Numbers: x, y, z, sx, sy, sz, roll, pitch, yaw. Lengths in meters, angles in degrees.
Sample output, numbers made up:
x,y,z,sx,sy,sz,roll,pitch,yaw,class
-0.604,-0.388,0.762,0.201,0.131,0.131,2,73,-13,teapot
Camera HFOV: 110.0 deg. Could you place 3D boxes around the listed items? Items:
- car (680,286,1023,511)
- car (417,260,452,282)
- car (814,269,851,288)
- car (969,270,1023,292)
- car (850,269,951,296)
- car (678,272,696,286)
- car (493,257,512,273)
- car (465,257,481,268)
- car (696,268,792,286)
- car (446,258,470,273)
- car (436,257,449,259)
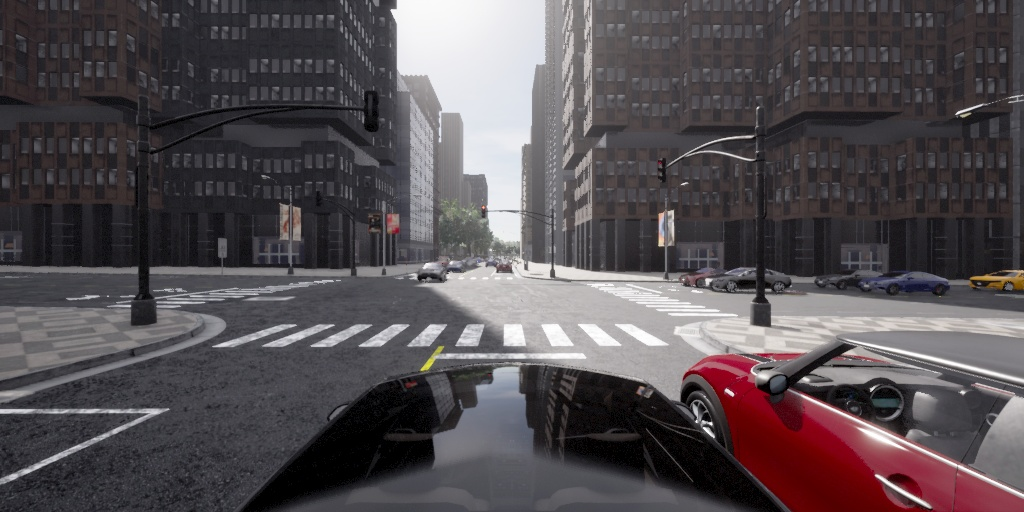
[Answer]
x,y,z,sx,sy,sz,roll,pitch,yaw,class
2.760,1.190,2.240,1.967,1.591,4.097,0,0,0,car
-6.173,1.250,28.165,2.033,1.411,5.357,1,-1,-6,car
24.534,1.652,25.814,4.674,1.442,1.812,1,0,-1,car
36.306,1.775,25.962,5.008,1.535,1.882,1,0,-1,car
24.615,1.656,22.554,4.674,1.442,1.812,1,0,-1,car
14.259,1.541,25.675,4.181,1.385,1.994,1,0,0,car
-0.930,1.197,43.604,1.967,1.591,4.097,0,0,-1,car
-7.022,1.291,61.706,2.128,1.511,4.902,0,0,0,car
14.675,1.478,22.433,4.902,1.511,2.128,1,0,-1,car
-6.799,1.305,43.939,2.033,1.411,5.357,0,0,-1,car
-9.531,1.084,48.910,2.192,1.841,5.009,0,0,-1,car
